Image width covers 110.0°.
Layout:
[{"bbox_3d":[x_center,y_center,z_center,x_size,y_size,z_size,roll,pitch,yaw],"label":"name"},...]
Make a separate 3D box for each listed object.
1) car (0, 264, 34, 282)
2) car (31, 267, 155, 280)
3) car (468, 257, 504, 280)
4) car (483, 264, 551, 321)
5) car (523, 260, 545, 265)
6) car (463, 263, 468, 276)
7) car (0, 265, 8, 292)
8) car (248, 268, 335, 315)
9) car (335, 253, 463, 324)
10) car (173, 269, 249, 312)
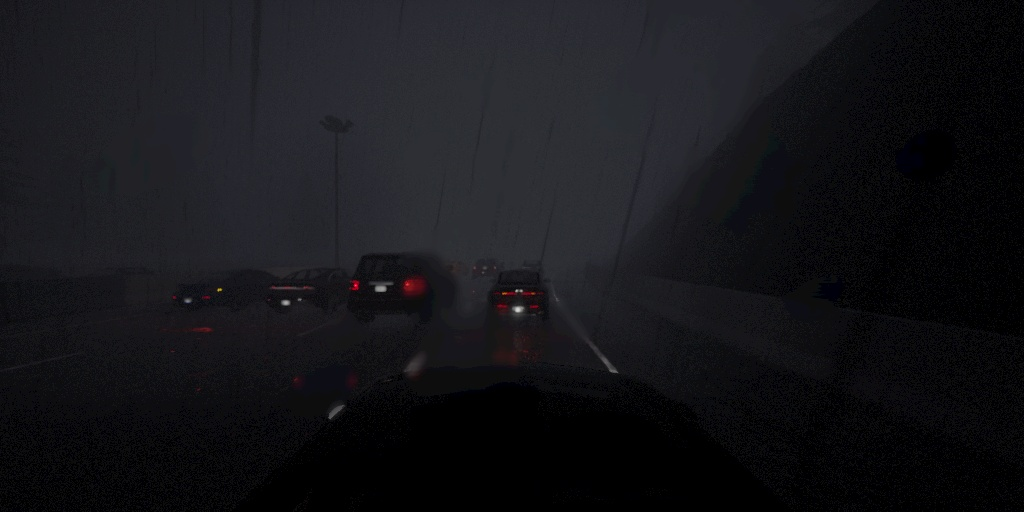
[{"bbox_3d":[-24.229,1.158,16.582,2.128,1.511,4.902,0,0,3],"label":"car"},{"bbox_3d":[-20.606,1.255,18.546,1.895,1.301,4.718,0,0,4],"label":"car"},{"bbox_3d":[-1.826,0.940,29.481,2.097,1.767,4.553,0,0,7],"label":"car"},{"bbox_3d":[0.271,1.194,12.232,1.837,1.490,4.892,0,0,2],"label":"car"},{"bbox_3d":[1.728,1.078,29.737,2.128,1.511,4.902,0,0,7],"label":"car"},{"bbox_3d":[-5.111,1.055,31.363,1.882,1.535,5.008,0,0,8],"label":"car"},{"bbox_3d":[-27.725,1.191,16.706,1.812,1.442,4.674,0,0,3],"label":"car"},{"bbox_3d":[-6.692,1.175,13.182,2.128,1.511,4.902,0,0,2],"label":"car"},{"bbox_3d":[-3.259,0.913,11.820,2.150,2.045,5.566,0,0,2],"label":"car"},{"bbox_3d":[-10.187,1.207,13.692,1.812,1.442,4.674,0,0,2],"label":"car"}]
